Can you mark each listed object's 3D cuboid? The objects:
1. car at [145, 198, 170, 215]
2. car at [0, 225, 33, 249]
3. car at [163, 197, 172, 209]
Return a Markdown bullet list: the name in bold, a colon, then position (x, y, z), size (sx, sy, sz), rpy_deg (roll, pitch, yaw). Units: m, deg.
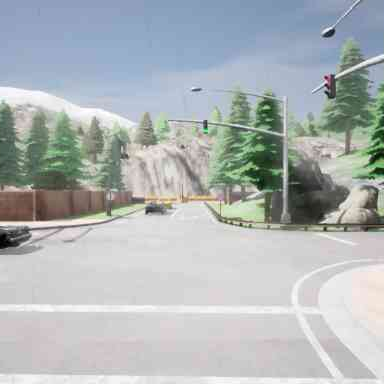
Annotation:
- **car**: position (-3.649, 1.599, 34.212), size (1.895, 1.301, 4.718), rpy_deg (0, 0, 0)
- **car**: position (-8.703, 1.591, 12.545), size (4.718, 1.301, 1.895), rpy_deg (0, 0, -2)
- **car**: position (-3.661, 1.475, 44.426), size (1.882, 1.535, 5.008), rpy_deg (0, 0, 0)
